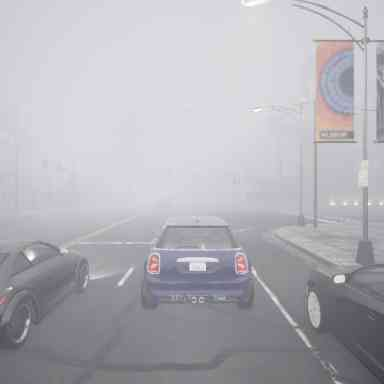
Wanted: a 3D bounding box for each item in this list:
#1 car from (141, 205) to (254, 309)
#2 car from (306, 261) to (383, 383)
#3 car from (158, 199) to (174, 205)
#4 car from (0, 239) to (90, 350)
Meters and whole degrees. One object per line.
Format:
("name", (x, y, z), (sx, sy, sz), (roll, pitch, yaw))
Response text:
("car", (0.099, 1.352, 8.044), (2.097, 1.767, 4.553), (0, 0, 0))
("car", (2.900, 1.480, 3.761), (2.097, 1.535, 5.008), (0, 0, 0))
("car", (-3.403, 1.547, 43.288), (2.033, 1.411, 5.357), (0, 0, 0))
("car", (-3.401, 1.564, 6.224), (1.994, 1.385, 4.181), (0, 0, 0))
